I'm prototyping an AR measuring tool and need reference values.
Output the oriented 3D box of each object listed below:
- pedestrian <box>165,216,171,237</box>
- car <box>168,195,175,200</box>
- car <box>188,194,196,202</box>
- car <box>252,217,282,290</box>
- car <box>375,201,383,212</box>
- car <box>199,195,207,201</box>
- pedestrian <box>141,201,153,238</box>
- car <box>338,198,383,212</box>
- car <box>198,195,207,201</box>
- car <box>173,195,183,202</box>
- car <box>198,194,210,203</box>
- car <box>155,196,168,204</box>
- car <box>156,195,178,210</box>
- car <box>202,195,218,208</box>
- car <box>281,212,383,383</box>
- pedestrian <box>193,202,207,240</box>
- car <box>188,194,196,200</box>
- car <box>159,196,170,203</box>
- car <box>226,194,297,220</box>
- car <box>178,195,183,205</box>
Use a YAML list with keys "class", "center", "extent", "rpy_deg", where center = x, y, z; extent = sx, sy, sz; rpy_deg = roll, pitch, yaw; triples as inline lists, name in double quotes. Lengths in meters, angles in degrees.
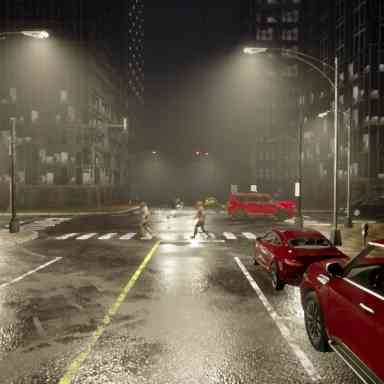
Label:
- class: "pedestrian"
  center: [-1.141, 1.665, 16.583]
  extent: [0.500, 1.100, 0.500]
  rpy_deg: [-1, 1, 0]
- class: "car"
  center: [-5.664, 1.493, 92.331]
  extent: [1.802, 1.307, 4.206]
  rpy_deg: [-1, 0, 0]
- class: "car"
  center: [0.004, 1.525, 74.255]
  extent: [1.895, 1.301, 4.718]
  rpy_deg: [0, 0, 0]
- class: "car"
  center: [2.679, 1.578, 8.793]
  extent: [1.802, 1.307, 4.206]
  rpy_deg: [-1, 0, 0]
- class: "car"
  center: [16.129, 1.537, 24.068]
  extent: [4.313, 1.339, 1.947]
  rpy_deg: [0, 1, -5]
- class: "car"
  center: [2.682, 1.494, 80.922]
  extent: [1.947, 1.339, 4.313]
  rpy_deg: [-1, 0, 0]
- class: "pedestrian"
  center: [-2.235, 1.286, 15.950]
  extent: [0.375, 1.860, 0.375]
  rpy_deg: [-1, 1, 0]
- class: "car"
  center: [15.651, 1.356, 29.843]
  extent: [4.892, 1.490, 1.837]
  rpy_deg: [0, 1, -5]
- class: "car"
  center: [2.683, 1.471, 86.595]
  extent: [2.008, 1.369, 4.403]
  rpy_deg: [-1, 0, 0]
- class: "car"
  center: [-2.996, 1.417, 72.503]
  extent: [1.882, 1.535, 5.008]
  rpy_deg: [0, 0, 0]
- class: "car"
  center: [2.716, 1.268, 63.412]
  extent: [2.192, 1.841, 5.009]
  rpy_deg: [-1, 0, 0]
- class: "car"
  center: [-5.836, 1.518, 63.962]
  extent: [1.947, 1.339, 4.313]
  rpy_deg: [-1, 0, 0]
- class: "car"
  center: [-3.096, 1.453, 42.254]
  extent: [1.882, 1.535, 5.008]
  rpy_deg: [0, 0, 0]
- class: "car"
  center: [2.809, 1.496, 48.331]
  extent: [1.752, 1.417, 4.829]
  rpy_deg: [-1, 0, 0]
- class: "car"
  center: [2.672, 1.314, 3.168]
  extent: [2.192, 1.841, 5.009]
  rpy_deg: [-1, 0, 0]
- class: "pedestrian"
  center: [0.353, 1.287, 15.274]
  extent: [0.375, 1.860, 0.375]
  rpy_deg: [-1, 1, 0]
- class: "car"
  center: [0.004, 1.233, 84.229]
  extent: [1.882, 1.535, 5.008]
  rpy_deg: [0, 0, 0]
- class: "car"
  center: [-5.666, 1.510, 69.636]
  extent: [1.947, 1.339, 4.313]
  rpy_deg: [-1, 0, 0]
- class: "car"
  center: [5.518, 1.182, 26.517]
  extent: [5.566, 2.045, 2.150]
  rpy_deg: [0, 2, 19]
- class: "car"
  center: [-3.079, 1.313, 57.435]
  extent: [2.097, 1.767, 4.553]
  rpy_deg: [0, 0, 0]
